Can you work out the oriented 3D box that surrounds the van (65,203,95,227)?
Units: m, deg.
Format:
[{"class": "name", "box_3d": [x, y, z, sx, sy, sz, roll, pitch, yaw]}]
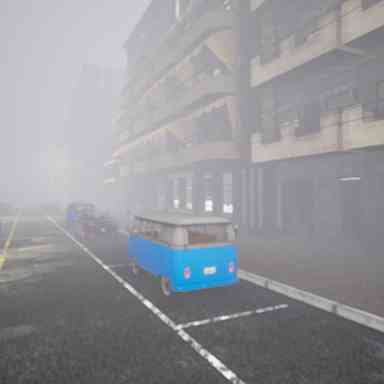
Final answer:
[{"class": "van", "box_3d": [-7.878, 1.655, 23.467, 1.690, 1.788, 3.998, 0, -1, -27]}]

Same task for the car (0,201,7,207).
[{"class": "car", "box_3d": [-45.069, 2.794, 78.950, 1.947, 1.339, 4.313, 0, -1, -27]}]

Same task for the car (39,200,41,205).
[{"class": "car", "box_3d": [-25.279, 2.360, 58.174, 1.752, 1.417, 4.829, 0, -1, -27]}]

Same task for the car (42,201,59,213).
[{"class": "car", "box_3d": [-20.251, 2.245, 48.149, 1.947, 1.339, 4.313, 0, -1, -27]}]

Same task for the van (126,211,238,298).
[{"class": "van", "box_3d": [-0.454, 1.440, 8.657, 1.690, 1.788, 3.998, 0, -1, -27]}]

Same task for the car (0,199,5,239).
[{"class": "car", "box_3d": [-10.360, 1.463, 15.727, 2.150, 2.045, 5.566, 0, -1, -27]}]

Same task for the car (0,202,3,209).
[{"class": "car", "box_3d": [-37.644, 2.559, 64.141, 1.947, 1.339, 4.313, 0, -1, -27]}]

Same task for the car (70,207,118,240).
[{"class": "car", "box_3d": [-5.402, 1.786, 18.528, 1.887, 1.381, 4.507, 0, -1, -27]}]

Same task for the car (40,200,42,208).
[{"class": "car", "box_3d": [-22.803, 2.283, 53.237, 1.752, 1.417, 4.829, 0, -1, -27]}]

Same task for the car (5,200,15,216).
[{"class": "car", "box_3d": [-23.100, 2.093, 41.141, 1.882, 1.535, 5.008, 0, -1, -27]}]

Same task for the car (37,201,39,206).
[{"class": "car", "box_3d": [-30.152, 2.532, 67.896, 1.887, 1.381, 4.507, 0, -1, -27]}]
